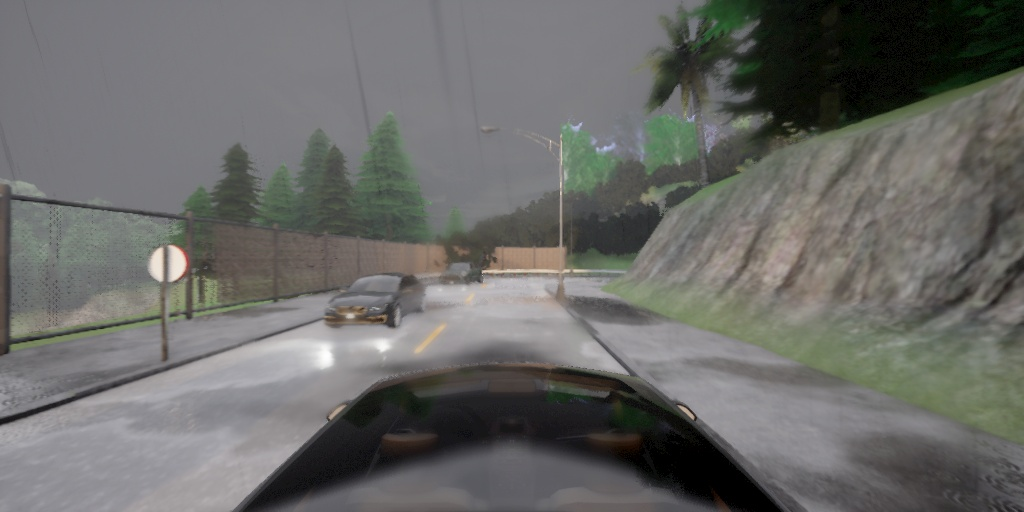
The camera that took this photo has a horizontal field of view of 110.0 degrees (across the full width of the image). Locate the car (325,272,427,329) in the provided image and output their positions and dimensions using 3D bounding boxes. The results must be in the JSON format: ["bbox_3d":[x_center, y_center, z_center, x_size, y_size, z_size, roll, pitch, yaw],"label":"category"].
[{"bbox_3d":[-4.071,1.299,11.491,1.837,1.490,4.892,0,0,0],"label":"car"}]

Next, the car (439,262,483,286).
[{"bbox_3d":[-3.684,1.224,26.580,2.097,1.767,4.553,0,0,11],"label":"car"}]
